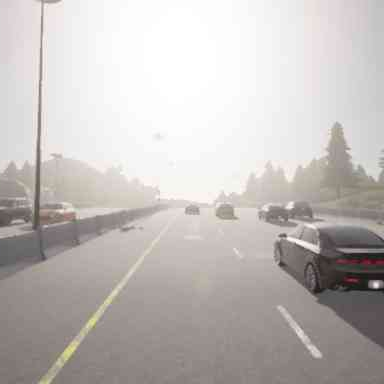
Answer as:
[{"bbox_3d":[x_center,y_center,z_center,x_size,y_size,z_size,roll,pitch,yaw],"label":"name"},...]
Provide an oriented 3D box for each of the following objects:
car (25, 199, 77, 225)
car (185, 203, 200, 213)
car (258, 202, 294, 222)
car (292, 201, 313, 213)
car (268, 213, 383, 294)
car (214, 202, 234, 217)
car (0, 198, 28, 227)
[{"bbox_3d":[-10.596,1.591,25.817,2.097,1.767,4.553,0,-1,0],"label":"car"},{"bbox_3d":[0.057,2.177,46.178,1.994,1.385,4.181,0,-1,1],"label":"car"},{"bbox_3d":[7.088,1.795,29.278,1.837,1.490,4.892,0,-1,0],"label":"car"},{"bbox_3d":[10.587,1.717,33.833,2.097,1.767,4.553,0,-1,0],"label":"car"},{"bbox_3d":[3.596,1.559,8.924,1.837,1.490,4.892,0,0,0],"label":"car"},{"bbox_3d":[3.585,1.907,37.341,1.882,1.535,5.008,0,-1,0],"label":"car"},{"bbox_3d":[-14.092,1.455,25.228,2.150,2.045,5.566,0,-1,0],"label":"car"}]
